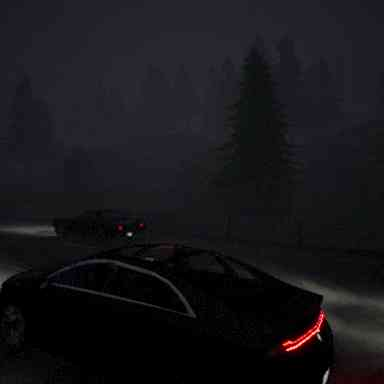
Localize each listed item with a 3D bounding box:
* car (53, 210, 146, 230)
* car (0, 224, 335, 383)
[{"bbox_3d":[-4.491,1.513,15.684,4.718,1.301,1.895,1,0,35],"label":"car"},{"bbox_3d":[-0.738,1.477,4.484,4.902,1.511,2.128,0,0,35],"label":"car"}]
